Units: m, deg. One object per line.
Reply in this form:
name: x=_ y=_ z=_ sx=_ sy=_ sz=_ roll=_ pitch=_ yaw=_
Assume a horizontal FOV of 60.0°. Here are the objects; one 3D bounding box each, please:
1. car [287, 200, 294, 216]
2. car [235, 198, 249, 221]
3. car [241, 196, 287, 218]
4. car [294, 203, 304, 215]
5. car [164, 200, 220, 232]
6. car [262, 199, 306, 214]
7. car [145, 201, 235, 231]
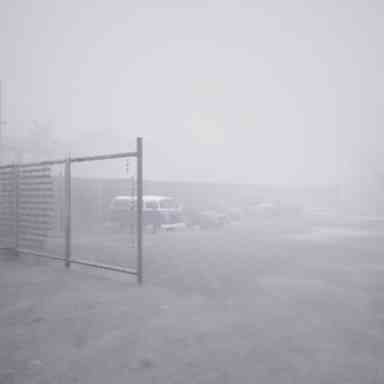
car: x=7.854 y=1.506 z=30.606 sx=2.207 sy=1.379 sz=1.481 roll=0 pitch=0 yaw=36
car: x=2.164 y=1.476 z=25.726 sx=3.633 sy=1.501 sz=1.845 roll=0 pitch=0 yaw=36
car: x=5.894 y=1.301 z=29.350 sx=3.866 sy=1.878 sz=1.905 roll=0 pitch=0 yaw=36
car: x=8.595 y=1.405 z=32.694 sx=4.611 sy=1.667 sz=2.242 roll=0 pitch=0 yaw=36
car: x=0.041 y=1.463 z=21.771 sx=1.789 sy=1.547 sz=3.705 roll=0 pitch=0 yaw=36
car: x=9.840 y=1.476 z=35.702 sx=4.193 sy=1.474 sz=1.816 roll=0 pitch=0 yaw=36
car: x=-0.221 y=1.536 z=21.679 sx=5.357 sy=1.415 sz=2.033 roll=0 pitch=0 yaw=36
